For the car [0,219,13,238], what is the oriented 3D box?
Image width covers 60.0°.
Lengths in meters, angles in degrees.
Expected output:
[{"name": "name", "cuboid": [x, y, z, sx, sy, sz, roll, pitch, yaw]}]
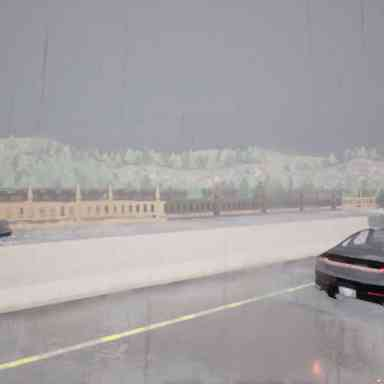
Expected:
[{"name": "car", "cuboid": [-10.457, 1.561, 13.739, 5.357, 1.411, 2.033, 0, 0, -35]}]

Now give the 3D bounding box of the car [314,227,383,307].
[{"name": "car", "cuboid": [4.627, 1.494, 7.099, 4.902, 1.511, 2.128, 0, 0, -36]}]
